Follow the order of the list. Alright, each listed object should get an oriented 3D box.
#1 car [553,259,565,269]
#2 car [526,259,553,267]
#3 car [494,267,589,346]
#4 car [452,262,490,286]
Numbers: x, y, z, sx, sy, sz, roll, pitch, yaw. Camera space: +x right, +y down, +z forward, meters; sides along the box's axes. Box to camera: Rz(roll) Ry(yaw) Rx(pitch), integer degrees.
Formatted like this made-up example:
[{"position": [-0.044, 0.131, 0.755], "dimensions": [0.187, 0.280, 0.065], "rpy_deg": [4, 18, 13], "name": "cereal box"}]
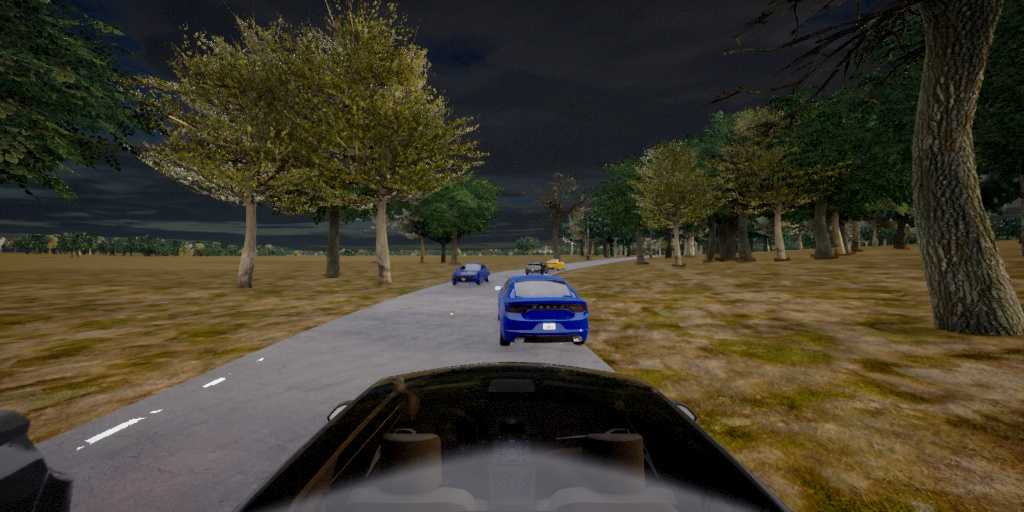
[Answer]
[{"position": [5.817, 1.147, 48.347], "dimensions": [1.882, 1.535, 5.008], "rpy_deg": [0, 1, 21], "name": "car"}, {"position": [2.714, 1.232, 38.458], "dimensions": [2.128, 1.511, 4.902], "rpy_deg": [0, 0, 15], "name": "car"}, {"position": [0.585, 1.228, 9.491], "dimensions": [1.882, 1.535, 5.008], "rpy_deg": [0, 0, -3], "name": "car"}, {"position": [-2.807, 1.226, 25.262], "dimensions": [1.882, 1.535, 5.008], "rpy_deg": [0, 0, 7], "name": "car"}]
